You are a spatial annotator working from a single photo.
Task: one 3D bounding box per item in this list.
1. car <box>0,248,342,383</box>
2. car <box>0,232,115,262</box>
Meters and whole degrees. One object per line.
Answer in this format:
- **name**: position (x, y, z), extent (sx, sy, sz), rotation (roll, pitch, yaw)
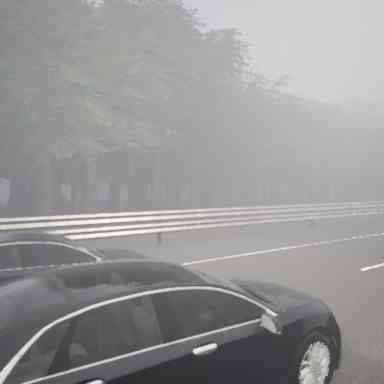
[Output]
- **car**: position (-0.424, 1.487, 3.395), extent (4.892, 1.490, 1.837), rotation (-1, 0, -35)
- **car**: position (-2.844, 1.486, 5.971), extent (4.892, 1.490, 1.837), rotation (-1, 0, -35)
